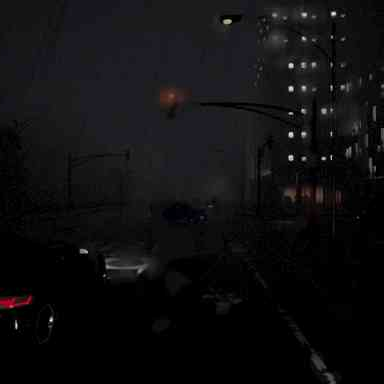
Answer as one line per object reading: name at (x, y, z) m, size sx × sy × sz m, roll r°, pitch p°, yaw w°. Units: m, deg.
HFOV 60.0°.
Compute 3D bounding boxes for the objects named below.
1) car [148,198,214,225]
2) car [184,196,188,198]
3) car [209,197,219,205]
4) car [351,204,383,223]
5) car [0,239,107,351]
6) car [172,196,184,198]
car at (-1.023, 1.441, 24.192) m, size 1.882 × 1.535 × 5.008 m, roll -2°, pitch 1°, yaw -42°
car at (-1.764, 1.466, 72.980) m, size 1.882 × 1.535 × 5.008 m, roll 0°, pitch 0°, yaw 5°
car at (3.703, 1.545, 58.354) m, size 2.033 × 1.411 × 5.357 m, roll 0°, pitch 0°, yaw 5°
car at (13.746, 1.447, 23.064) m, size 4.718 × 1.301 × 1.895 m, roll 0°, pitch 0°, yaw 2°
car at (-3.024, 1.563, 6.236) m, size 1.994 × 1.385 × 4.181 m, roll 0°, pitch 0°, yaw 1°
car at (-3.090, 1.542, 57.221) m, size 2.033 × 1.411 × 5.357 m, roll 0°, pitch 0°, yaw 5°
